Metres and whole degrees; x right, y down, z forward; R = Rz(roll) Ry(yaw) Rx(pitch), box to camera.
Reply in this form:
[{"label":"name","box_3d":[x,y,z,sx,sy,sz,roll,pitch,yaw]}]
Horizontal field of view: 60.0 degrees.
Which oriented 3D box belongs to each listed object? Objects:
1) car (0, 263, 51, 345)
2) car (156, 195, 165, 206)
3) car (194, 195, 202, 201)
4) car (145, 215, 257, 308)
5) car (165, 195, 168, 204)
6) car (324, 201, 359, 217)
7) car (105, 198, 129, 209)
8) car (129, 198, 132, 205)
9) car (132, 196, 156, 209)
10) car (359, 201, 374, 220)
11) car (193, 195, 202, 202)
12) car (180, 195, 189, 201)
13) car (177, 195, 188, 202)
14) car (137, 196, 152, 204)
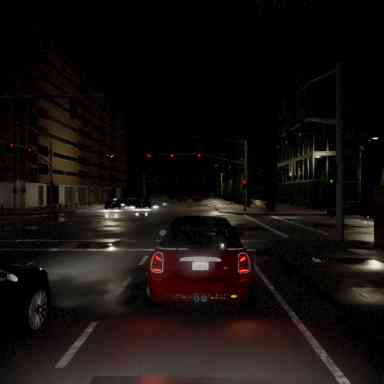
[{"label":"car","box_3d":[-3.396,1.492,3.880,2.128,1.511,4.902,0,0,1]},{"label":"car","box_3d":[-6.376,1.492,56.001,2.128,1.511,4.902,0,0,2]},{"label":"car","box_3d":[1.547,1.478,83.984,1.882,1.535,5.008,0,0,2]},{"label":"car","box_3d":[0.220,1.352,8.109,2.097,1.767,4.553,0,0,2]},{"label":"car","box_3d":[-6.020,1.352,66.054,2.097,1.767,4.553,0,0,2]},{"label":"car","box_3d":[14.506,1.547,30.020,4.902,1.511,2.128,0,0,1]},{"label":"car","box_3d":[-10.161,1.564,44.144,1.994,1.385,4.181,0,0,1]},{"label":"car","box_3d":[-9.928,1.601,54.441,1.895,1.301,4.718,0,0,2]},{"label":"car","box_3d":[-6.630,1.564,46.139,1.994,1.385,4.181,0,0,1]},{"label":"car","box_3d":[16.693,1.603,26.473,5.357,1.411,2.033,0,0,1]},{"label":"car","box_3d":[1.246,1.478,73.830,1.882,1.535,5.008,0,0,2]},{"label":"car","box_3d":[-1.956,1.540,83.937,2.033,1.411,5.357,0,0,2]},{"label":"car","box_3d":[-2.253,1.524,73.850,2.128,1.511,4.902,0,0,2]},{"label":"car","box_3d":[-9.494,1.491,66.611,2.128,1.511,4.902,0,0,2]}]
